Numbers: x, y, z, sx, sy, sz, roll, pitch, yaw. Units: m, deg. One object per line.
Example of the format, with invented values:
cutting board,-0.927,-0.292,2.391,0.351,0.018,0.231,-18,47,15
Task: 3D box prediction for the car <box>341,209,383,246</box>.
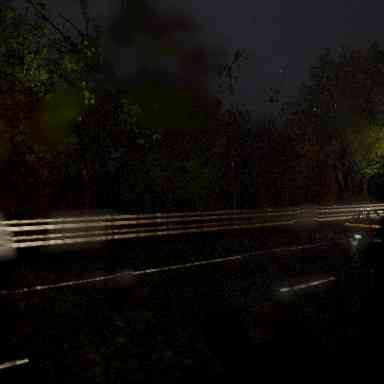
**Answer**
car,8.323,1.498,14.198,4.902,1.511,2.128,0,0,-36
